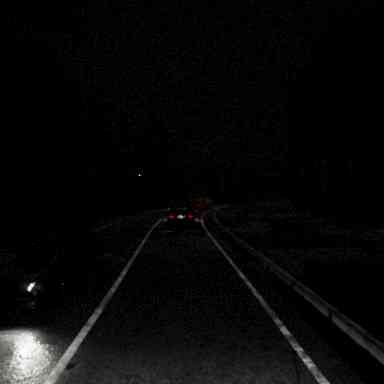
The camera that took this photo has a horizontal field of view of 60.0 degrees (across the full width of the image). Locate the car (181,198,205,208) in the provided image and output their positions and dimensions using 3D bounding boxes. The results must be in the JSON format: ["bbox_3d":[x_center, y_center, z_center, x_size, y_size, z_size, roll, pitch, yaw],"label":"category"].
[{"bbox_3d":[0.234,1.597,48.933,1.895,1.301,4.718,-2,-1,21],"label":"car"}]

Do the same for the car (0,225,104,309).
[{"bbox_3d":[-3.600,1.562,8.308,2.033,1.411,5.357,0,0,-2],"label":"car"}]

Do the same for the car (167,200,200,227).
[{"bbox_3d":[-0.688,1.556,22.740,2.033,1.411,5.357,0,0,-1],"label":"car"}]

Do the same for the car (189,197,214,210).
[{"bbox_3d":[1.406,1.396,41.099,1.882,1.535,5.008,-2,0,13],"label":"car"}]
